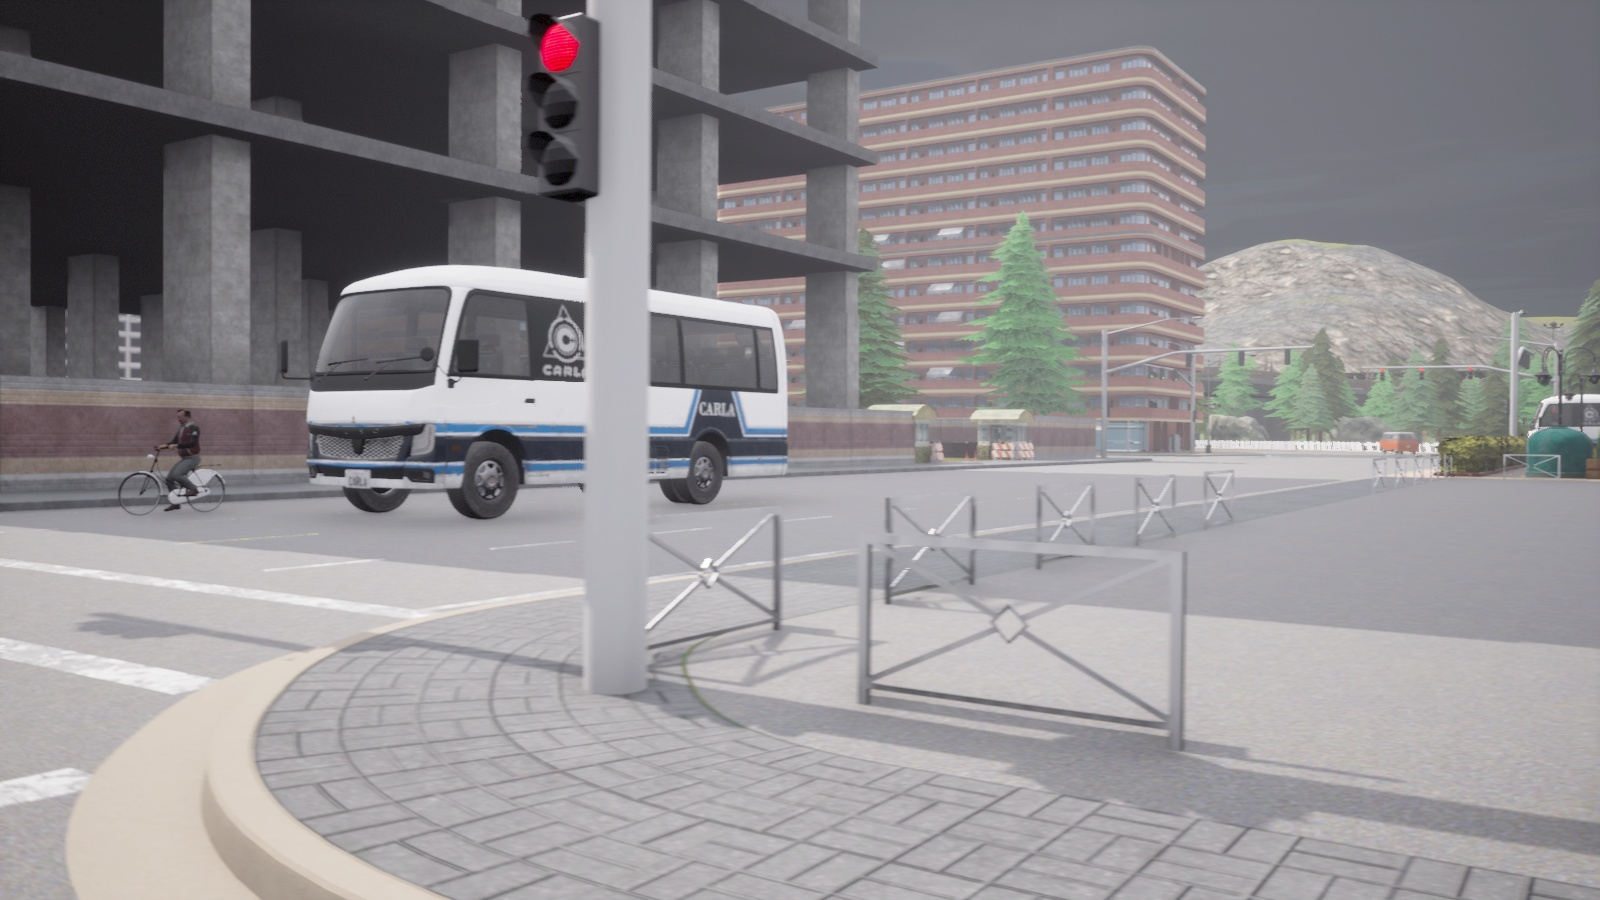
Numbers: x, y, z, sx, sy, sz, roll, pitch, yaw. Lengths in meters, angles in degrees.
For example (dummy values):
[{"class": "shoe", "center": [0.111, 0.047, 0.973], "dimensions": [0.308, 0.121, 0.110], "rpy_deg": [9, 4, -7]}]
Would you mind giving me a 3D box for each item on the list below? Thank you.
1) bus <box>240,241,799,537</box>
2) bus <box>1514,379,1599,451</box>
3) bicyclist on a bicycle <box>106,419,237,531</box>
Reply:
[{"class": "bus", "center": [-4.522, -0.953, 23.453], "dimensions": [3.944, 4.253, 10.273], "rpy_deg": [0, 1, 33]}, {"class": "bus", "center": [48.683, -2.111, 75.145], "dimensions": [10.273, 4.253, 3.944], "rpy_deg": [0, 1, 28]}, {"class": "bicyclist on a bicycle", "center": [-10.411, 0.388, 20.877], "dimensions": [0.659, 1.776, 1.843], "rpy_deg": [0, 1, 33]}]
